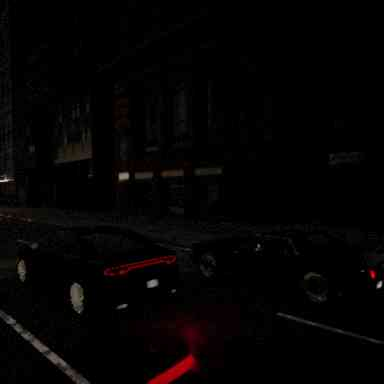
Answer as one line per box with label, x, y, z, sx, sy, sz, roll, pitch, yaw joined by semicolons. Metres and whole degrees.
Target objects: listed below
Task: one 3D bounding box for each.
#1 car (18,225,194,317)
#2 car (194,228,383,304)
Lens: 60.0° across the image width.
car;-2.447;1.528;7.781;1.882;1.535;5.008;-2;1;-44
car;2.118;1.546;8.120;1.895;1.301;4.718;-2;1;-44
